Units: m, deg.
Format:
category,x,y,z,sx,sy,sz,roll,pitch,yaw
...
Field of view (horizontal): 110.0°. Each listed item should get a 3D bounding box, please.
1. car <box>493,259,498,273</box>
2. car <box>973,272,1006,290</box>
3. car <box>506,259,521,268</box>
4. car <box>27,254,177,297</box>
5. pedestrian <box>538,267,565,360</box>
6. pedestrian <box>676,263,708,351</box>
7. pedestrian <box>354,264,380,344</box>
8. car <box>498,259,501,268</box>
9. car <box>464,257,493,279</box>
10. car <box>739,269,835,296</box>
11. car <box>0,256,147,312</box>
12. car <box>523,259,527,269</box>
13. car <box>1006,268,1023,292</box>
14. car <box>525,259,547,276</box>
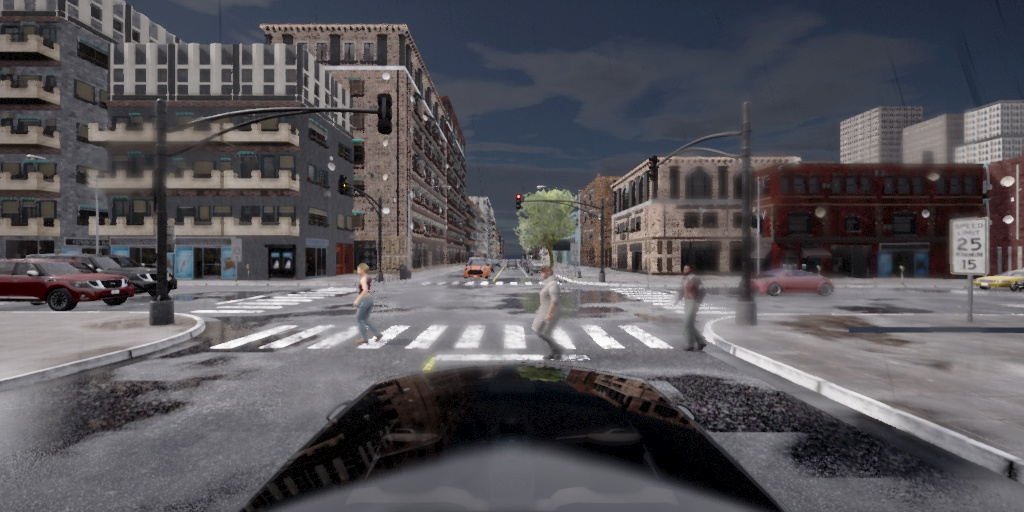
category,x,y,z,sx,sy,sz,roll,pitch,yaw
car,-3.091,1.293,44.065,1.837,1.490,4.892,0,0,0
car,31.442,1.423,22.043,4.829,1.417,1.751,0,0,0
car,0.005,1.314,63.395,2.128,1.511,4.902,0,0,0
car,-18.309,0.916,15.901,5.566,2.045,2.150,0,0,0
pedestrian,0.751,1.043,6.894,0.375,1.860,0.375,0,0,0
pedestrian,3.750,1.043,7.494,0.375,1.860,0.375,0,0,0
pedestrian,-3.308,1.043,8.097,0.375,1.860,0.375,0,0,0
car,-3.032,1.332,64.909,1.837,1.490,4.892,0,-1,1
car,-3.092,1.121,32.487,2.097,1.767,4.553,0,0,0
car,14.720,1.385,19.335,4.181,1.385,1.994,0,0,0
car,-17.276,1.012,13.321,5.009,1.841,2.192,0,0,0
car,2.694,1.225,42.735,1.967,1.591,4.097,0,0,0
car,31.029,1.443,19.447,5.357,1.411,2.033,0,0,0
car,2.693,1.327,37.038,2.007,1.370,4.403,0,0,0
